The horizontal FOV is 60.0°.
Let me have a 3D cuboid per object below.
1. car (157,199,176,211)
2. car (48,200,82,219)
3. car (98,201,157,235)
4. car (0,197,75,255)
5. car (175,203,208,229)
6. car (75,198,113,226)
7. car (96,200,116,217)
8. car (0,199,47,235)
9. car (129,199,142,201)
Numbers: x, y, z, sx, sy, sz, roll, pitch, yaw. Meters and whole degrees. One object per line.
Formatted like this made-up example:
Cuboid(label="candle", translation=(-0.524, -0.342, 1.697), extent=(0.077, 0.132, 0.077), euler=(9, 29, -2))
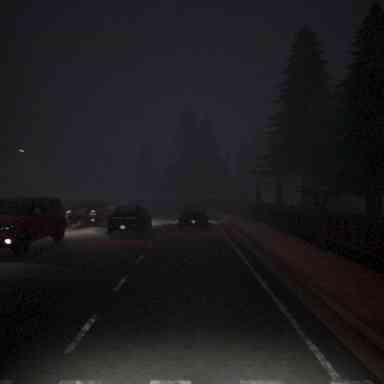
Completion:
Cuboid(label="car", translation=(-3.362, 1.565, 40.520), extent=(2.033, 1.411, 5.357), euler=(0, 0, -22))
Cuboid(label="car", translation=(-11.418, 1.505, 30.269), extent=(2.128, 1.511, 4.902), euler=(0, 0, -12))
Cuboid(label="car", translation=(-3.413, 1.500, 18.740), extent=(2.128, 1.511, 4.902), euler=(0, 0, 0))
Cuboid(label="car", translation=(-7.058, 1.228, 13.731), extent=(2.150, 2.045, 5.566), euler=(0, 0, 1))
Cuboid(label="car", translation=(0.056, 1.535, 21.740), extent=(1.812, 1.442, 4.674), euler=(0, 0, -1))
Cuboid(label="car", translation=(-7.233, 1.362, 23.374), extent=(2.097, 1.767, 4.553), euler=(0, 0, -2))
Cuboid(label="car", translation=(-8.487, 1.541, 32.942), extent=(1.812, 1.442, 4.674), euler=(0, 0, -15))
Cuboid(label="car", translation=(-10.603, 1.361, 19.601), extent=(2.097, 1.767, 4.553), euler=(0, 0, 0))
Cuboid(label="car", translation=(-6.812, 1.565, 39.819), extent=(2.033, 1.411, 5.357), euler=(0, 0, -23))
